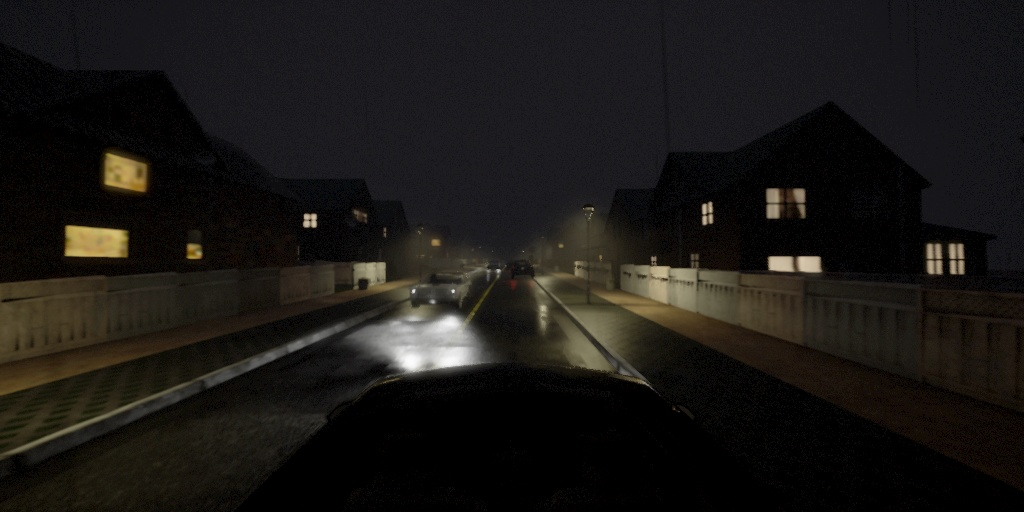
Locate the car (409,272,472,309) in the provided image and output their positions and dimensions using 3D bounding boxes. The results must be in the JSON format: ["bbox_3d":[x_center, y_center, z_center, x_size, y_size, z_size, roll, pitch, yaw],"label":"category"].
[{"bbox_3d":[-2.853,1.359,15.177,1.895,1.301,4.718,0,0,0],"label":"car"}]

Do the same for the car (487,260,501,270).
[{"bbox_3d":[-2.825,1.358,55.720,1.812,1.442,4.674,0,0,0],"label":"car"}]

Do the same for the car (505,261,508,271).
[{"bbox_3d":[-0.008,1.330,52.434,1.837,1.490,4.892,0,0,0],"label":"car"}]

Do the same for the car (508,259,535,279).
[{"bbox_3d":[0.922,1.103,32.996,2.097,1.767,4.553,-2,0,0],"label":"car"}]
